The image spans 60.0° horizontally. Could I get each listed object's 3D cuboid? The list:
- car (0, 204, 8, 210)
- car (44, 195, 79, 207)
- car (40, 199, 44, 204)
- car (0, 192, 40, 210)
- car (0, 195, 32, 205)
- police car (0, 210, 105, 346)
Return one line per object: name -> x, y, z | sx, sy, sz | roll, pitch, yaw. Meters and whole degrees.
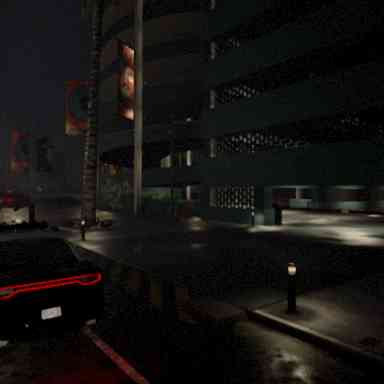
car -> -9.494, 1.383, 14.293 | 1.882, 1.535, 5.008 | 0, 0, -38
car -> -18.066, 1.242, 47.061 | 1.882, 1.535, 5.008 | 0, 0, 17
car -> -22.914, 1.317, 53.787 | 1.895, 1.301, 4.718 | 0, 0, 24
car -> -19.326, 1.007, 36.490 | 2.150, 2.045, 5.566 | 0, 0, 0
car -> -27.489, 1.173, 51.347 | 1.882, 1.535, 5.008 | 0, 0, 19
police car -> -3.447, 1.388, 6.467 | 1.930, 1.638, 5.238 | 0, 0, -38
